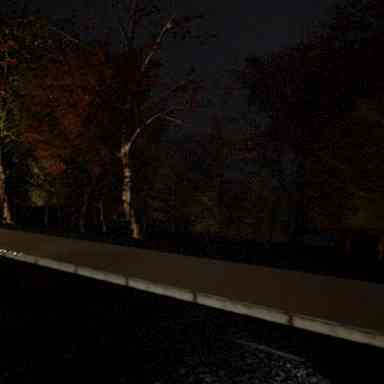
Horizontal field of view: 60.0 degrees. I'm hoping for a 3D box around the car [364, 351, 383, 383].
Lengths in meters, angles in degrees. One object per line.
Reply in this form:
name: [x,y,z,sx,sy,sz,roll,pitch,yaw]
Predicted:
car: [3.004,1.575,1.543,4.181,1.385,1.994,1,0,36]
